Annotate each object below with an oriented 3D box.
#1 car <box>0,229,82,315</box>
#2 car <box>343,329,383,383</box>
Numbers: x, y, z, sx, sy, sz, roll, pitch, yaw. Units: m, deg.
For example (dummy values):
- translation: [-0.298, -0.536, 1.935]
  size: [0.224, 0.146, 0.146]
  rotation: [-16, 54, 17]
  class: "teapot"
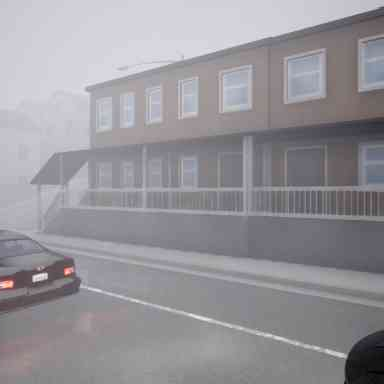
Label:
- translation: [-4.709, 1.547, 7.320]
  size: [5.357, 1.411, 2.033]
  rotation: [0, 0, 36]
  class: "car"
- translation: [3.417, 1.478, 1.551]
  size: [5.008, 1.535, 1.882]
  rotation: [0, 0, 35]
  class: "car"
